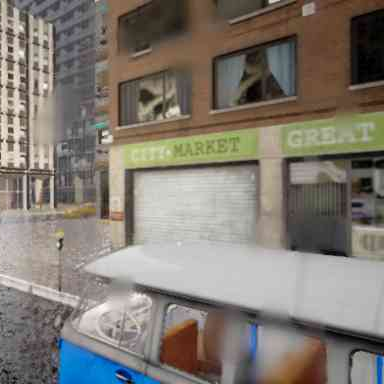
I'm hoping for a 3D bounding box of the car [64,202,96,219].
[{"bbox_3d":[-8.726,1.576,29.177,1.752,1.417,4.829,0,0,35],"label":"car"}]

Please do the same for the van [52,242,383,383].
[{"bbox_3d":[0.754,1.343,2.188,3.998,1.788,1.690,0,0,35],"label":"van"}]
